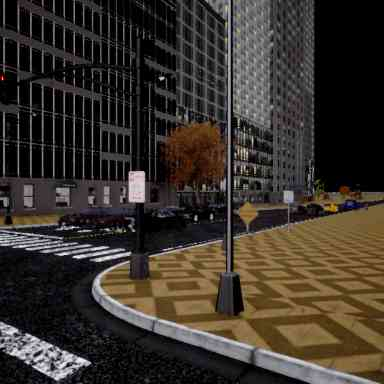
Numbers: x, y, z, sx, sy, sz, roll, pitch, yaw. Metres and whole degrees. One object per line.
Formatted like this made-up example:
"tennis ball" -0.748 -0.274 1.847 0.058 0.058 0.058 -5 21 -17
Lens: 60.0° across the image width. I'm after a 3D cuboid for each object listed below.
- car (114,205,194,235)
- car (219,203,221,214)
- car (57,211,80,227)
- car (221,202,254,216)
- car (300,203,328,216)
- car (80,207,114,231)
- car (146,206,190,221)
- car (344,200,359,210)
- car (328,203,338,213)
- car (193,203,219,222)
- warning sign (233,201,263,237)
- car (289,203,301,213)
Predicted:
"car" -2.253 1.813 21.309 2.128 1.511 4.902 0 -1 33
"car" 3.062 2.167 41.934 2.128 1.511 4.902 0 -1 33
"car" -7.535 1.873 25.518 2.033 1.411 5.357 0 -1 33
"car" 5.866 2.034 40.284 2.097 1.767 4.553 0 -1 33
"car" 16.288 2.354 44.210 1.837 1.490 4.892 0 -1 33
"car" -4.883 1.874 23.634 2.033 1.411 5.357 0 -1 33
"car" -2.338 2.098 33.577 1.895 1.301 4.718 0 -1 33
"car" 31.485 2.537 65.764 2.150 2.045 5.566 0 -1 33
"car" 21.886 2.510 52.975 1.882 1.535 5.008 0 -1 33
"car" 0.396 2.006 31.820 1.837 1.490 4.892 0 -1 33
"warning sign" 3.112 1.454 18.562 1.300 1.860 1.060 1 1 33
"car" 15.744 2.407 49.260 2.128 1.511 4.902 0 -1 33
